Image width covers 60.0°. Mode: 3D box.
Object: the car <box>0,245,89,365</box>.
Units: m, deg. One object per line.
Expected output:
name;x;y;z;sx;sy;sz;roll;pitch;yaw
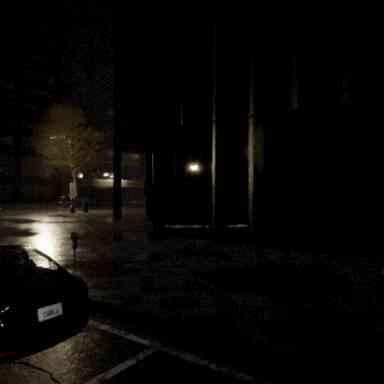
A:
car;-3.490;1.553;5.431;4.313;1.339;1.947;0;0;35

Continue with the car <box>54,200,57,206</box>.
car;-17.538;1.327;48.132;1.837;1.490;4.892;0;0;35

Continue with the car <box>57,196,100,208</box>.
car;-15.247;1.393;45.751;2.033;1.411;5.357;0;0;35
